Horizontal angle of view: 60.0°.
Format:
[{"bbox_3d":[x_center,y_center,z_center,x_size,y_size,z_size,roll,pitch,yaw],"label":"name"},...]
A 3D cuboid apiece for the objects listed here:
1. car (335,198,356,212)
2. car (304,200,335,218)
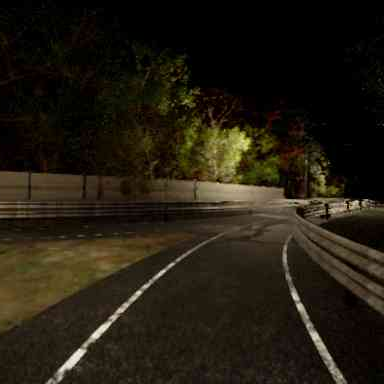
[{"bbox_3d":[19.149,1.702,42.648,2.128,1.511,4.902,2,1,35],"label":"car"},{"bbox_3d":[11.946,1.657,31.798,1.994,1.385,4.181,2,1,34],"label":"car"}]
